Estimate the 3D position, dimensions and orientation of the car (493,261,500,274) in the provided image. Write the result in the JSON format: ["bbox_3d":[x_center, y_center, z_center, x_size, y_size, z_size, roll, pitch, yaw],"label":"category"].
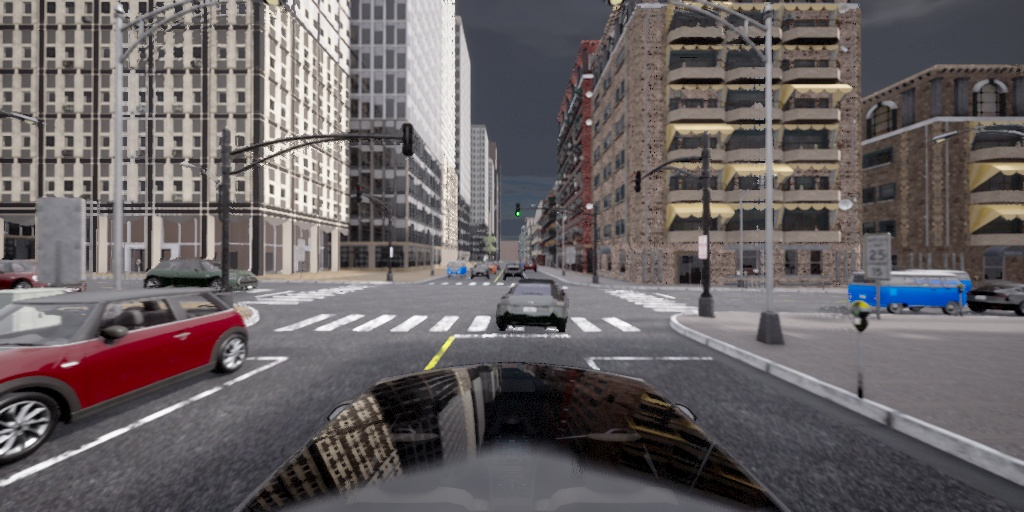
[{"bbox_3d":[-3.077,1.441,46.254,2.097,1.767,4.553,0,0,0],"label":"car"}]

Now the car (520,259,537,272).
[{"bbox_3d":[2.696,1.464,53.822,2.192,1.841,5.009,0,0,0],"label":"car"}]

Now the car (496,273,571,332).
[{"bbox_3d":[0.799,1.403,11.316,1.994,1.385,4.181,1,-1,9],"label":"car"}]

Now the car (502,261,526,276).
[{"bbox_3d":[0.107,1.507,35.234,1.837,1.490,4.892,0,0,0],"label":"car"}]

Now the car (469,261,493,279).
[{"bbox_3d":[-3.117,1.514,36.066,1.837,1.490,4.892,0,0,-2],"label":"car"}]

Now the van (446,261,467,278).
[{"bbox_3d":[-5.686,1.358,37.169,1.690,1.789,3.998,0,0,0],"label":"van"}]

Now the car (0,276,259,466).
[{"bbox_3d":[-5.690,1.212,4.696,1.967,1.591,4.097,0,0,0],"label":"car"}]

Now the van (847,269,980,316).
[{"bbox_3d":[16.914,1.554,15.408,3.998,1.789,1.690,0,0,0],"label":"van"}]

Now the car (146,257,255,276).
[{"bbox_3d":[-15.528,0.956,18.145,4.553,1.767,2.097,1,0,-2],"label":"car"}]

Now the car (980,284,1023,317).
[{"bbox_3d":[22.454,1.887,15.589,4.313,1.339,1.948,0,0,0],"label":"car"}]

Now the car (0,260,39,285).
[{"bbox_3d":[-21.145,0.920,15.468,4.097,1.591,1.967,0,0,0],"label":"car"}]
